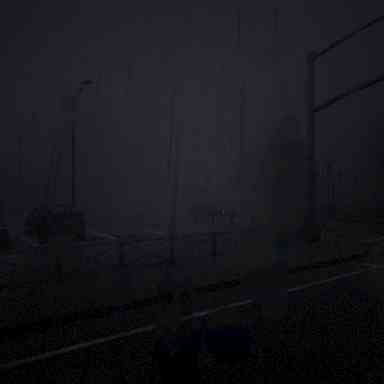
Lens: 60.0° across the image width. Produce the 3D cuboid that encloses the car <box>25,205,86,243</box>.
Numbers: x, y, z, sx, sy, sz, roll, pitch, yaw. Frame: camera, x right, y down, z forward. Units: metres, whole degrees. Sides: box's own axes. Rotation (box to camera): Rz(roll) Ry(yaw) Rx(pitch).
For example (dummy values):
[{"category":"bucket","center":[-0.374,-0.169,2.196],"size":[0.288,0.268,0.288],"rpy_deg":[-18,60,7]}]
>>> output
[{"category":"car","center":[-6.351,1.340,15.315],"size":[2.007,1.523,4.514],"rpy_deg":[0,0,-36]}]

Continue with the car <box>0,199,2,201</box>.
[{"category":"car","center":[-21.577,1.374,36.432],"size":[1.845,1.501,3.633],"rpy_deg":[0,0,-36]}]

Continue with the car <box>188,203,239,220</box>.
[{"category":"car","center":[1.767,1.601,28.082],"size":[1.895,1.301,4.718],"rpy_deg":[0,0,-36]}]

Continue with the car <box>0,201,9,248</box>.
[{"category":"car","center":[-8.865,1.331,13.439],"size":[2.152,1.636,5.027],"rpy_deg":[0,0,-36]}]

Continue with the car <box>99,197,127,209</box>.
[{"category":"car","center":[-11.375,1.493,46.091],"size":[2.128,1.511,4.902],"rpy_deg":[0,0,-36]}]

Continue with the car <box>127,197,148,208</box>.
[{"category":"car","center":[-8.053,1.478,47.555],"size":[1.882,1.535,5.008],"rpy_deg":[0,0,-36]}]
